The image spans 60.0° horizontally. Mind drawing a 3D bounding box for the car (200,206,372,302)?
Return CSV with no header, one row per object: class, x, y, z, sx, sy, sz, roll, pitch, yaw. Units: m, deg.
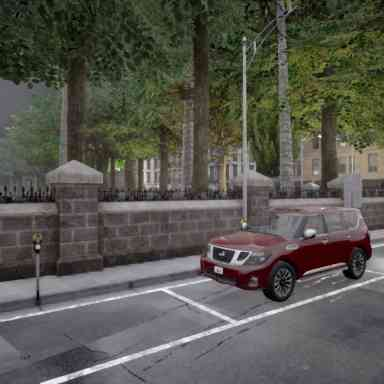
car,2.590,1.314,8.437,5.009,1.841,2.192,0,0,-36
